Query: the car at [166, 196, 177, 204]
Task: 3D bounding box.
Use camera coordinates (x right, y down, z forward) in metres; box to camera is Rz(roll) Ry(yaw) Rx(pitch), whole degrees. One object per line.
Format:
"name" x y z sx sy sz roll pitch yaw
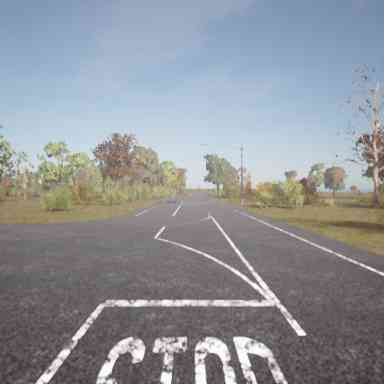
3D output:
"car" -3.624 1.472 60.050 2.033 1.411 5.357 0 0 0
